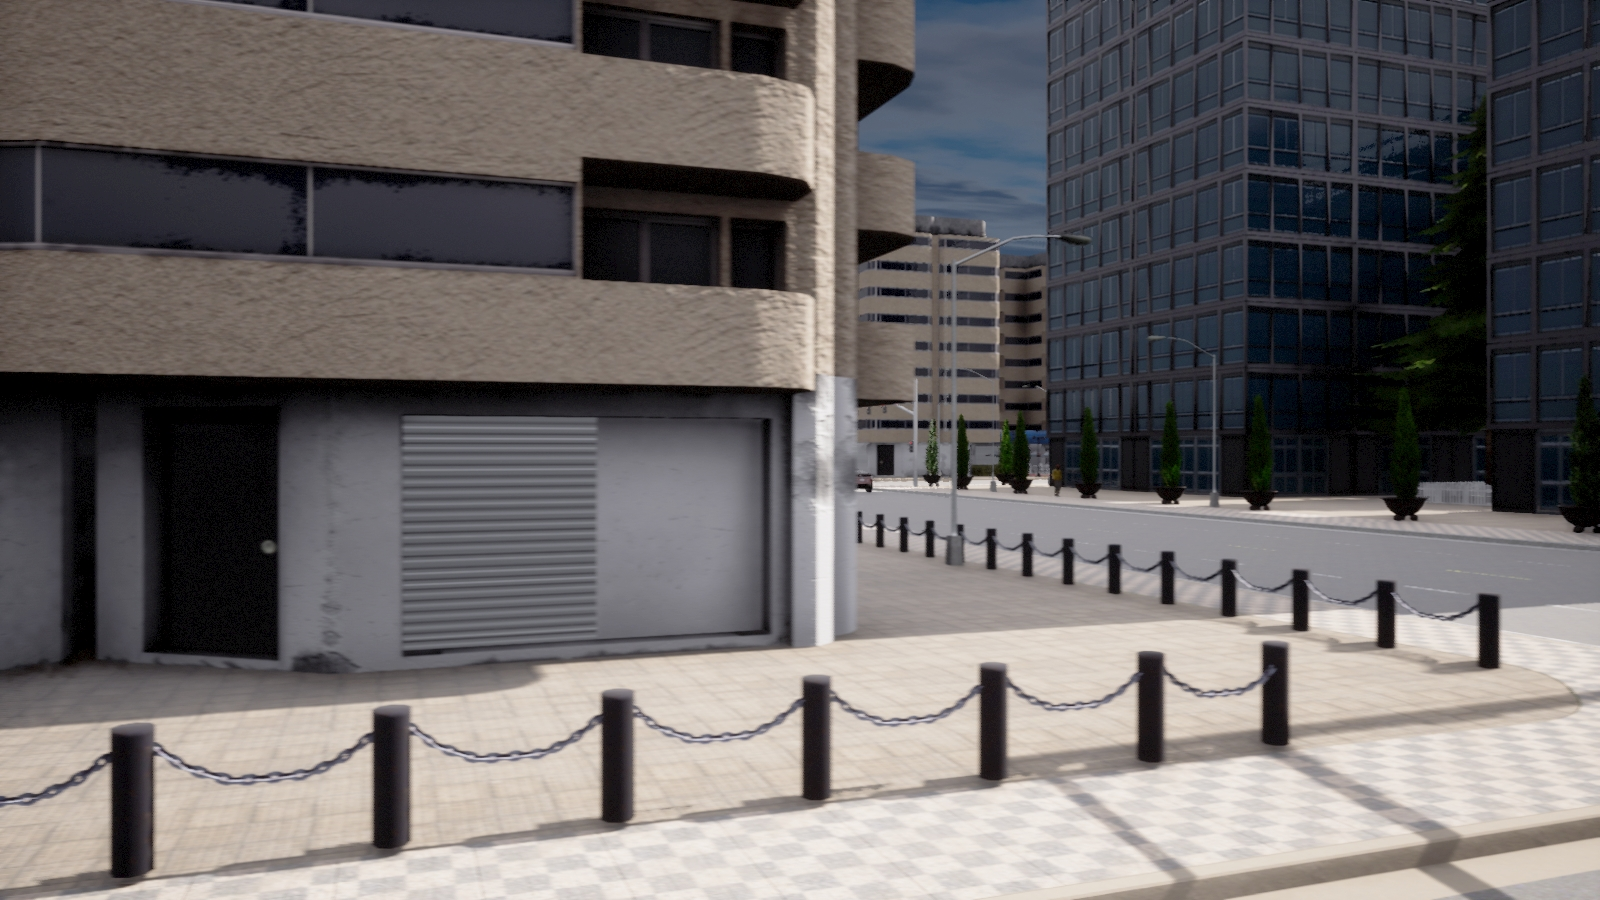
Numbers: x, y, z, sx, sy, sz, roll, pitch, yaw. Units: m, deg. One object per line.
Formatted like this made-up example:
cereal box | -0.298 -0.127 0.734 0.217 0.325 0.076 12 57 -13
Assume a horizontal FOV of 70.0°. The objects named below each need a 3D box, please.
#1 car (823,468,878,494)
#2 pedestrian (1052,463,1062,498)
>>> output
car | 3.241 1.988 74.605 2.007 1.525 4.514 0 0 -20
pedestrian | 13.849 1.647 61.486 0.375 1.860 0.375 0 0 -20
